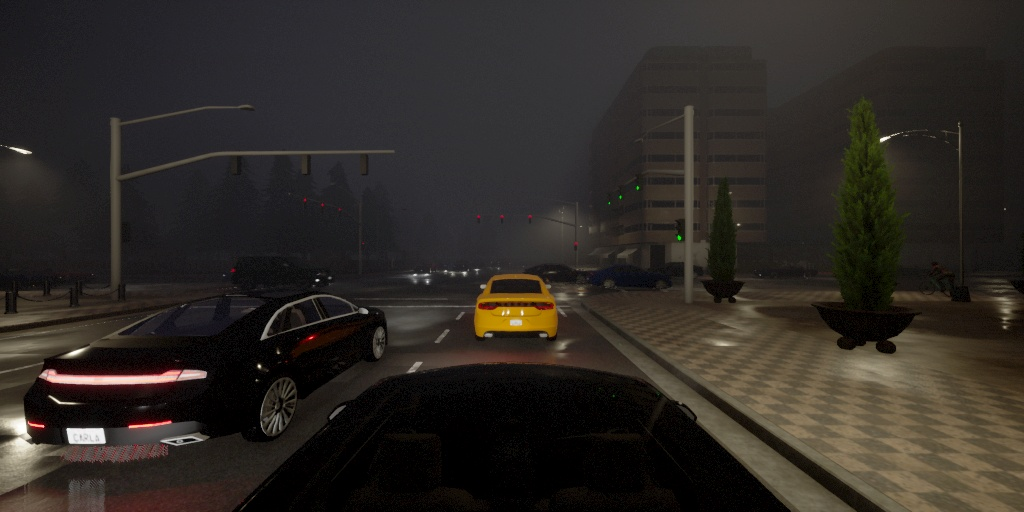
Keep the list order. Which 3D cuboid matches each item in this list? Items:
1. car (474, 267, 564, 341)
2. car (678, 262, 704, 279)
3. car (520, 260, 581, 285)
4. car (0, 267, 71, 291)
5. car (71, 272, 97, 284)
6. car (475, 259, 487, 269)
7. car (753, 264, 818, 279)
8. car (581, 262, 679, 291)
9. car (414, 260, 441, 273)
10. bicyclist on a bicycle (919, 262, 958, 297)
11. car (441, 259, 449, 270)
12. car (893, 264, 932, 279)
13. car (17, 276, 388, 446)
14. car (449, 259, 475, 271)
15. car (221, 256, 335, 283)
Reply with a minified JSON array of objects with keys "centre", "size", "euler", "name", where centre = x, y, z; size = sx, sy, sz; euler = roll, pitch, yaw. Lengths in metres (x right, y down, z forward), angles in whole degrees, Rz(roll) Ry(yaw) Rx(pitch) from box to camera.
[{"centre":[0.103,1.228,9.909],"size":[1.882,1.535,5.008],"euler":[0,0,0],"name":"car"},{"centre":[14.633,1.283,32.501],"size":[5.008,1.535,1.882],"euler":[0,0,0],"name":"car"},{"centre":[3.188,1.262,25.266],"size":[4.892,1.490,1.837],"euler":[0,0,0],"name":"car"},{"centre":[-30.316,1.406,21.660],"size":[4.718,1.301,1.895],"euler":[0,0,0],"name":"car"},{"centre":[-32.399,1.406,25.154],"size":[4.718,1.301,1.895],"euler":[0,0,0],"name":"car"},{"centre":[-5.515,1.255,57.731],"size":[1.837,1.490,4.892],"euler":[0,0,15],"name":"car"},{"centre":[24.709,1.406,32.531],"size":[4.718,1.301,1.895],"euler":[0,0,0],"name":"car"},{"centre":[7.070,1.262,21.779],"size":[5.008,1.535,1.882],"euler":[1,0,0],"name":"car"},{"centre":[-10.387,1.351,43.613],"size":[1.895,1.301,4.718],"euler":[0,0,1],"name":"car"},{"centre":[20.280,1.106,17.035],"size":[0.582,1.620,1.656],"euler":[0,0,0],"name":"bicyclist on a bicycle"},{"centre":[-9.795,1.228,52.998],"size":[1.882,1.535,5.008],"euler":[0,0,7],"name":"car"},{"centre":[34.909,1.406,32.554],"size":[4.718,1.301,1.895],"euler":[0,0,0],"name":"car"},{"centre":[-3.425,1.242,5.325],"size":[2.128,1.511,4.902],"euler":[0,0,0],"name":"car"},{"centre":[-6.678,1.228,48.397],"size":[1.882,1.535,5.008],"euler":[0,0,3],"name":"car"},{"centre":[-13.805,0.994,21.716],"size":[5.566,2.045,2.150],"euler":[-1,0,0],"name":"car"}]
